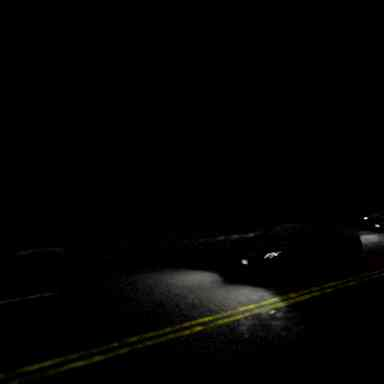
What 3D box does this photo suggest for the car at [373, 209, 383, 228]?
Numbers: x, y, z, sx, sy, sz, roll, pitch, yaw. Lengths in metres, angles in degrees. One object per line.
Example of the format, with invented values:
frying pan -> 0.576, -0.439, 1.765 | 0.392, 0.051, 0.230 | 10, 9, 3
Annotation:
car -> 12.561, 1.653, 20.549 | 4.718, 1.301, 1.895 | 0, 0, -35

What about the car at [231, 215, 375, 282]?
car -> 3.280, 1.542, 9.954 | 4.674, 1.442, 1.812 | 0, 0, -35
